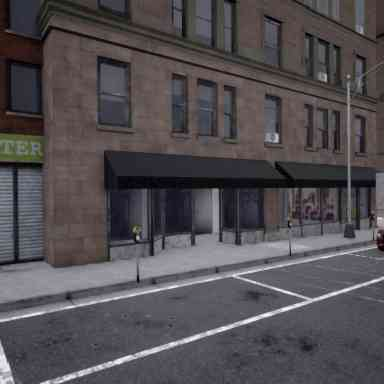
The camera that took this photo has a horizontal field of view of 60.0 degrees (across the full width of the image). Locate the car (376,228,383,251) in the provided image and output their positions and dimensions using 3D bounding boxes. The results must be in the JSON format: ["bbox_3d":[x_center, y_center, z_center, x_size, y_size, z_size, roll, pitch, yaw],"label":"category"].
[{"bbox_3d":[8.866,1.540,12.865,4.507,1.381,1.887,0,-1,-35],"label":"car"}]
